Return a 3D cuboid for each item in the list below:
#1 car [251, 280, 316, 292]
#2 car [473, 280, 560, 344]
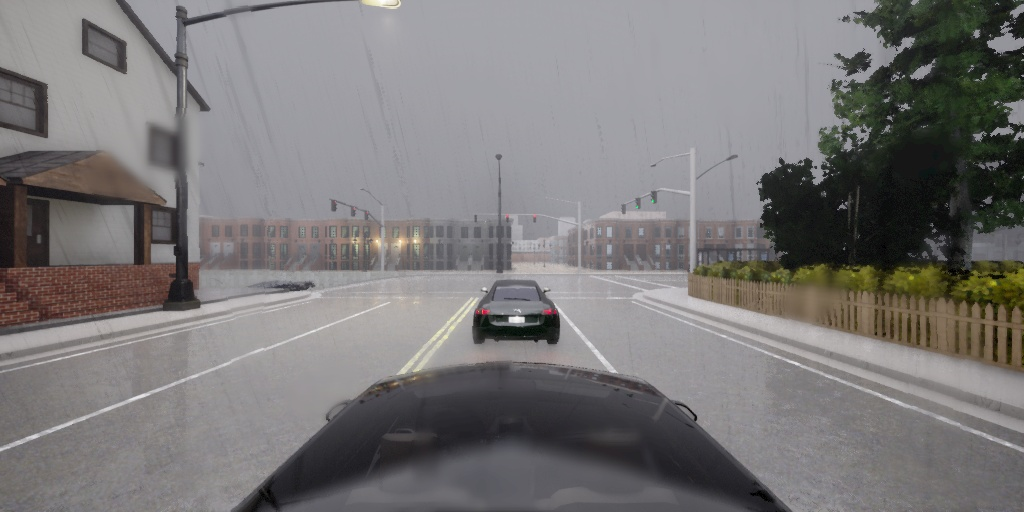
[{"bbox_3d":[-17.781,2.570,26.843,5.357,1.411,2.033,-13,1,0],"label":"car"},{"bbox_3d":[0.101,1.314,9.569,1.994,1.385,4.181,0,0,0],"label":"car"}]
